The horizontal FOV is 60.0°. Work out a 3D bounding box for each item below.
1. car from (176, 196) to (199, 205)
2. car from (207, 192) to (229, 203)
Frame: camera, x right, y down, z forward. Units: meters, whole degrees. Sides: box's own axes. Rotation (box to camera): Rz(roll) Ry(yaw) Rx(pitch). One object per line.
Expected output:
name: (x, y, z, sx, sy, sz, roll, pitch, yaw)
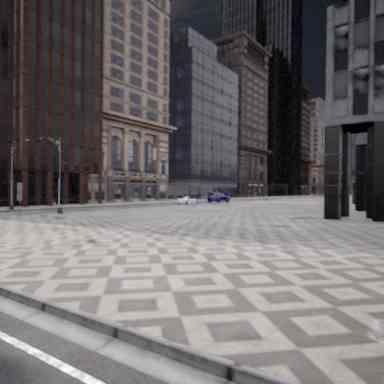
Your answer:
car: (-0.713, 1.410, 54.881, 1.812, 1.442, 4.674, 1, 1, 36)
car: (4.944, 1.063, 62.955, 2.150, 2.045, 5.566, 1, 1, 35)
